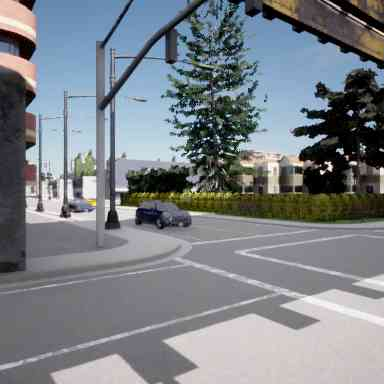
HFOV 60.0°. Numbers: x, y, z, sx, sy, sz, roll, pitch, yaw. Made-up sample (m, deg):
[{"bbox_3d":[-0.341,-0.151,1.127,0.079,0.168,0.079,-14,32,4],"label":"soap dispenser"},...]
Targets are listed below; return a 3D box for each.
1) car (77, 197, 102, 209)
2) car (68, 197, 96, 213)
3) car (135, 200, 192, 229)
[{"bbox_3d":[-14.059,1.478,45.331,1.882,1.535,5.008,0,0,-34],"label":"car"},{"bbox_3d":[-12.442,1.547,36.602,2.033,1.411,5.357,0,0,-35],"label":"car"},{"bbox_3d":[-1.949,1.352,21.692,2.097,1.767,4.553,0,0,-35],"label":"car"}]
